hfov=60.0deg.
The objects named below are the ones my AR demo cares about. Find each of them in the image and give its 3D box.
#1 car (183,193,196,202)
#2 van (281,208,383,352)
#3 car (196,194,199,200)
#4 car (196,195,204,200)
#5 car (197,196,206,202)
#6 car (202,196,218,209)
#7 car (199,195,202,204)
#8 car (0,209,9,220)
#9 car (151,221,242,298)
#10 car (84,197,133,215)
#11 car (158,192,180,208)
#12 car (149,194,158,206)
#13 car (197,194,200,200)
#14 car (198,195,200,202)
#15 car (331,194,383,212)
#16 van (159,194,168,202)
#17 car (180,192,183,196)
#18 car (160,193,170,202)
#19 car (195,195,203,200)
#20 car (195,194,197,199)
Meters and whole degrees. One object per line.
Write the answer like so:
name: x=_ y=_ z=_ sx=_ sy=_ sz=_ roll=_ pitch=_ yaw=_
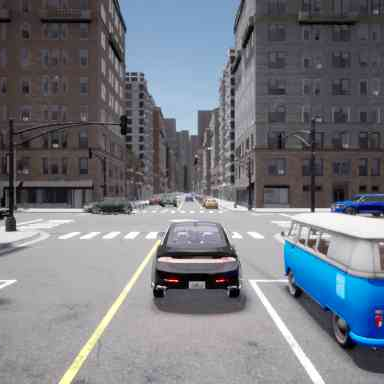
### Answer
car: x=-0.615 y=1.492 z=76.044 sx=1.812 sy=1.442 sz=4.674 roll=0 pitch=0 yaw=-1
van: x=2.855 y=1.341 z=5.986 sx=1.690 sy=1.788 sz=3.998 roll=0 pitch=0 yaw=0
car: x=2.356 y=1.521 z=67.278 sx=1.887 sy=1.381 sz=4.507 roll=0 pitch=0 yaw=-1
car: x=2.057 y=1.502 z=89.379 sx=2.008 sy=1.369 sz=4.403 roll=0 pitch=0 yaw=-1
car: x=2.207 y=1.547 z=78.328 sx=1.802 sy=1.307 sz=4.206 roll=0 pitch=0 yaw=-1
car: x=2.654 y=1.516 z=45.345 sx=1.752 sy=1.417 sz=4.829 roll=0 pitch=0 yaw=-1
car: x=2.581 y=1.428 z=50.700 sx=1.967 sy=1.590 sz=4.097 roll=0 pitch=0 yaw=-1
car: x=-16.569 y=1.580 z=25.560 sx=4.718 sy=1.301 sz=1.895 roll=0 pitch=0 yaw=-1
car: x=0.094 y=1.491 z=8.517 sx=2.128 sy=1.511 sz=4.902 roll=0 pitch=0 yaw=0
car: x=-8.349 y=1.332 z=33.186 sx=4.553 sy=1.767 sz=2.097 roll=0 pitch=0 yaw=-30
car: x=-3.353 y=1.211 z=49.048 sx=2.150 sy=2.045 sz=5.566 roll=0 pitch=0 yaw=-1
car: x=-6.019 y=1.300 z=56.111 sx=2.192 sy=1.841 sz=5.009 roll=0 pitch=0 yaw=-1
car: x=2.431 y=1.547 z=61.752 sx=1.947 sy=1.339 sz=4.313 roll=0 pitch=0 yaw=-1
car: x=2.506 y=1.536 z=56.226 sx=2.008 sy=1.369 sz=4.403 roll=0 pitch=0 yaw=-1
car: x=15.290 y=1.213 z=29.378 sx=5.566 sy=2.045 sz=2.150 roll=0 pitch=0 yaw=-1
van: x=-6.244 y=1.313 z=72.687 sx=1.690 sy=1.788 sz=3.998 roll=0 pitch=0 yaw=-1
car: x=-3.525 y=1.198 z=69.023 sx=2.150 sy=2.045 sz=5.566 roll=0 pitch=0 yaw=-1
car: x=-6.318 y=1.281 z=78.213 sx=2.192 sy=1.841 sz=5.009 roll=0 pitch=0 yaw=-1
car: x=1.982 y=1.495 z=94.904 sx=2.008 sy=1.369 sz=4.403 roll=0 pitch=0 yaw=-1
car: x=2.282 y=1.522 z=72.802 sx=2.008 sy=1.369 sz=4.403 roll=0 pitch=0 yaw=-1
